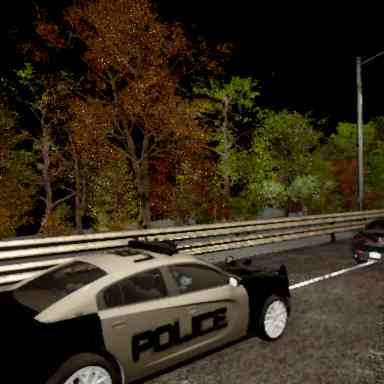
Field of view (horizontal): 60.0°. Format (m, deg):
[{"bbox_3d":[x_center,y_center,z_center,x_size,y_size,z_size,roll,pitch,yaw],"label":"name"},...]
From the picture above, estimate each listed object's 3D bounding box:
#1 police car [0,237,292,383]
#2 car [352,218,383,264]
[{"bbox_3d":[-0.440,1.519,4.916,5.238,1.638,1.930,0,-1,-40],"label":"police car"},{"bbox_3d":[7.182,1.600,11.223,4.892,1.490,1.837,0,-1,-40],"label":"car"}]
